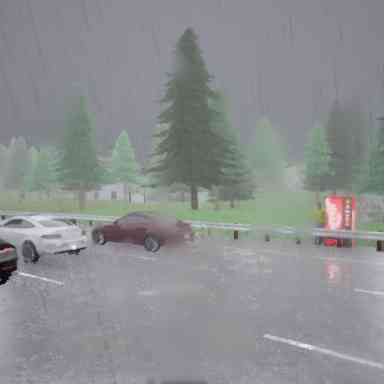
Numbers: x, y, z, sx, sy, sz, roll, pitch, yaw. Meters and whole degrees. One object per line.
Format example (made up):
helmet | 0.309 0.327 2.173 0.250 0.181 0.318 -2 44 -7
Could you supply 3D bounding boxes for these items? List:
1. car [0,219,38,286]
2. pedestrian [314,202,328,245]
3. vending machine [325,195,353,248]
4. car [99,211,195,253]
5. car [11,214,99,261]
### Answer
car | -6.208 1.491 8.063 4.902 1.511 2.128 0 0 33
pedestrian | 5.340 1.294 13.945 0.375 1.860 0.375 0 0 35
vending machine | 6.266 1.195 14.133 0.880 2.100 1.100 0 0 35
car | -2.084 1.525 13.730 4.674 1.442 1.812 0 0 33
car | -5.732 1.525 11.921 4.674 1.442 1.812 0 0 33
